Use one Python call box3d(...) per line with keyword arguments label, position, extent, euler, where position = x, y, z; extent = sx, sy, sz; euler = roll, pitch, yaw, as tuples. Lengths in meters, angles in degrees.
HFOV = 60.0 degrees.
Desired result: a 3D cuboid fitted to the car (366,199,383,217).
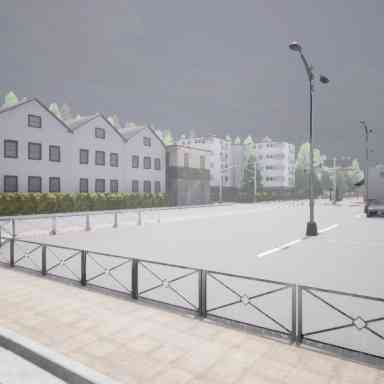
box3d(label="car", position=(15.380, 1.298, 26.835), extent=(2.007, 1.523, 4.514), euler=(0, 0, 35))
